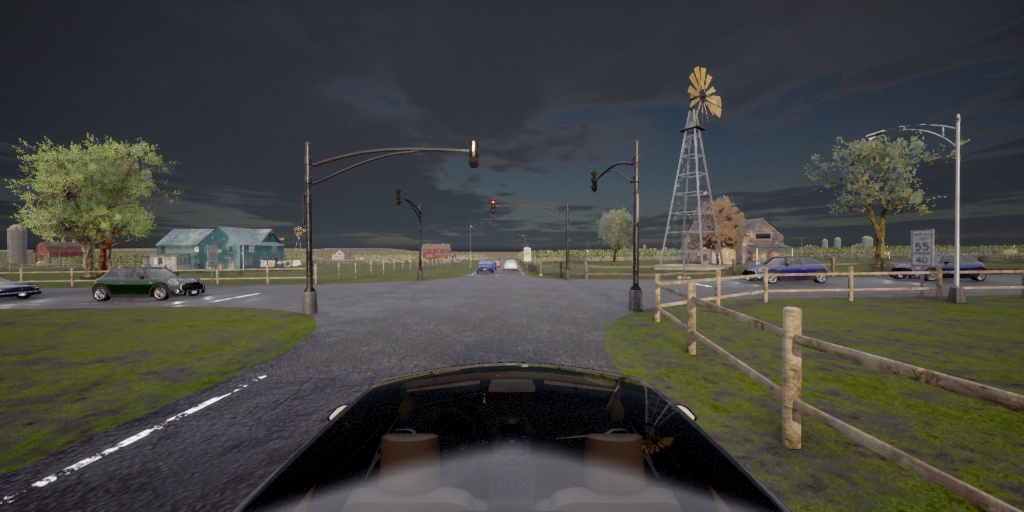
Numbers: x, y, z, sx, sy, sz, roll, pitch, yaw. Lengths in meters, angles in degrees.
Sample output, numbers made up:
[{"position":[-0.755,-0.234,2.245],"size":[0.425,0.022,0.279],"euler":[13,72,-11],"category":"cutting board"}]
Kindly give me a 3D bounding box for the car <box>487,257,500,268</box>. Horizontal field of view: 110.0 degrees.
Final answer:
[{"position":[-3.161,1.099,61.896],"size":[2.097,1.767,4.553],"euler":[0,0,0],"category":"car"}]

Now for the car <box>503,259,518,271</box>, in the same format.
[{"position":[-0.152,1.271,49.615],"size":[1.812,1.442,4.674],"euler":[0,0,0],"category":"car"}]

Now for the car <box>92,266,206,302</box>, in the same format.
[{"position":[-19.175,1.372,19.086],"size":[4.553,1.767,2.097],"euler":[-1,1,0],"category":"car"}]

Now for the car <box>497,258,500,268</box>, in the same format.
[{"position":[-3.115,1.293,51.862],"size":[2.033,1.411,5.357],"euler":[0,0,-1],"category":"car"}]

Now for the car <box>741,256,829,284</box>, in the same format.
[{"position":[17.322,0.809,22.952],"size":[4.553,1.767,2.097],"euler":[-1,1,0],"category":"car"}]

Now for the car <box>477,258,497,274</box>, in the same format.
[{"position":[-3.045,1.223,41.958],"size":[1.882,1.535,5.008],"euler":[0,0,-1],"category":"car"}]

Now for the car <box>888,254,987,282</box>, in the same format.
[{"position":[27.123,0.681,22.992],"size":[4.553,1.767,2.097],"euler":[-1,1,0],"category":"car"}]

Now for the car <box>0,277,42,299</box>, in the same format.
[{"position":[-28.693,1.697,19.043],"size":[5.357,1.411,2.033],"euler":[-1,1,0],"category":"car"}]
